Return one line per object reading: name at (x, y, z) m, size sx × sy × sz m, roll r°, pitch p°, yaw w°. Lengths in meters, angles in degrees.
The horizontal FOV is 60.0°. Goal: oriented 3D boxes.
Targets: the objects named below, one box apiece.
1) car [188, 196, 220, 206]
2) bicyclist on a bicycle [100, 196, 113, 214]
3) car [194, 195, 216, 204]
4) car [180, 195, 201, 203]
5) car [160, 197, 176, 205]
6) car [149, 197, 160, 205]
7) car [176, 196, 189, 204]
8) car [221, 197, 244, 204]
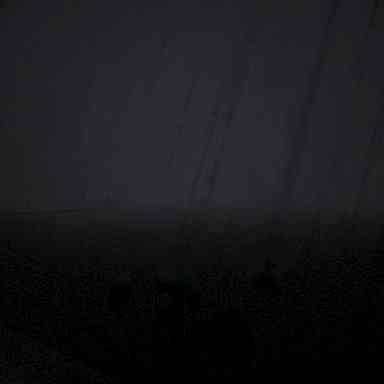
car at (1.990, 1.478, 53.634) m, size 1.882 × 1.535 × 5.008 m, roll 0°, pitch 0°, yaw 35°
bicyclist on a bicycle at (-8.062, 1.156, 31.742) m, size 1.656 × 1.620 × 0.582 m, roll 33°, pitch 17°, yaw 27°
car at (2.668, 1.477, 66.914) m, size 1.882 × 1.535 × 5.008 m, roll 0°, pitch 0°, yaw 35°
car at (-0.202, 1.477, 68.917) m, size 1.882 × 1.535 × 5.008 m, roll 0°, pitch 0°, yaw 35°
car at (-3.025, 1.564, 58.659) m, size 1.994 × 1.385 × 4.181 m, roll 0°, pitch 0°, yaw 35°
car at (-5.855, 1.564, 60.712) m, size 1.994 × 1.385 × 4.181 m, roll 0°, pitch 0°, yaw 35°
car at (-0.152, 1.564, 56.662) m, size 1.994 × 1.385 × 4.181 m, roll 0°, pitch 0°, yaw 35°
car at (7.952, 1.601, 62.253) m, size 1.895 × 1.301 × 4.718 m, roll 0°, pitch 0°, yaw 35°
